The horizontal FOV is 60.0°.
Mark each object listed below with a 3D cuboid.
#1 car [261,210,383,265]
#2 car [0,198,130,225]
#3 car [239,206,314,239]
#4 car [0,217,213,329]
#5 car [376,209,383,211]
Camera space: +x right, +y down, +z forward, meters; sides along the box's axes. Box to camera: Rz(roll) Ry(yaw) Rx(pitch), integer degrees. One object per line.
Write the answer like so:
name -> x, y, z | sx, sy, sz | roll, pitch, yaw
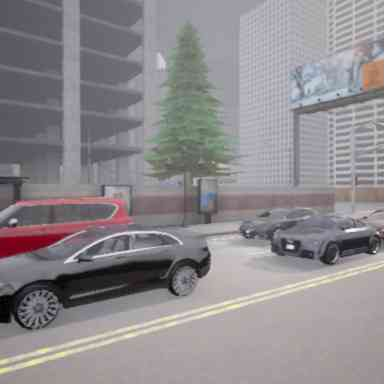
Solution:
car -> 4.683, 1.511, 11.508 | 4.181, 1.385, 1.994 | 0, 0, -35
car -> -4.330, 1.214, 9.494 | 5.566, 2.045, 2.150 | 0, 0, -35
car -> 4.372, 1.441, 15.639 | 4.892, 1.490, 1.837 | 0, 0, -35
car -> -1.807, 1.479, 6.990 | 4.902, 1.511, 2.128 | 0, 0, -35
car -> 8.681, 1.447, 14.390 | 4.674, 1.442, 1.812 | 0, 0, -35
